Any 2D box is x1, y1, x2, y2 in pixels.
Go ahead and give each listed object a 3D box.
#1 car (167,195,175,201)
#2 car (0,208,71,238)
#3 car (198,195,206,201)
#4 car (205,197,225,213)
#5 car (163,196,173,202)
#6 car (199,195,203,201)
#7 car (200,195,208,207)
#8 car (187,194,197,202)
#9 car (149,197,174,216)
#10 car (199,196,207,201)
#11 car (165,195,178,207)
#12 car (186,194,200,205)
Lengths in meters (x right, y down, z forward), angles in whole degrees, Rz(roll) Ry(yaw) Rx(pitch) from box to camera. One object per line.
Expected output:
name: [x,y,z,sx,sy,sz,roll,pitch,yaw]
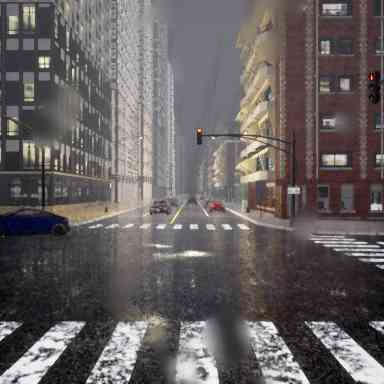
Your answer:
car: [-5.698,1.595,89.629,1.887,1.381,4.507,0,0,0]
car: [-8.006,1.452,15.842,4.181,1.385,1.994,1,0,-33]
car: [2.683,1.491,89.630,1.967,1.590,4.097,0,0,0]
car: [2.739,1.591,37.172,1.802,1.307,4.206,0,0,0]
car: [-5.696,1.589,78.331,2.008,1.369,4.403,0,0,0]
car: [2.687,1.571,55.738,2.008,1.369,4.403,0,0,0]
car: [2.687,1.567,50.090,2.008,1.369,4.403,0,0,0]
car: [-0.005,1.218,69.743,2.097,1.767,4.553,0,0,0]
car: [-3.101,1.512,33.013,1.837,1.490,4.892,0,0,0]
car: [2.683,1.626,83.981,1.802,1.307,4.206,0,0,0]
car: [-3.093,1.564,50.565,2.033,1.411,5.357,0,0,0]
car: [-0.004,1.549,59.771,1.812,1.442,4.674,0,0,0]
